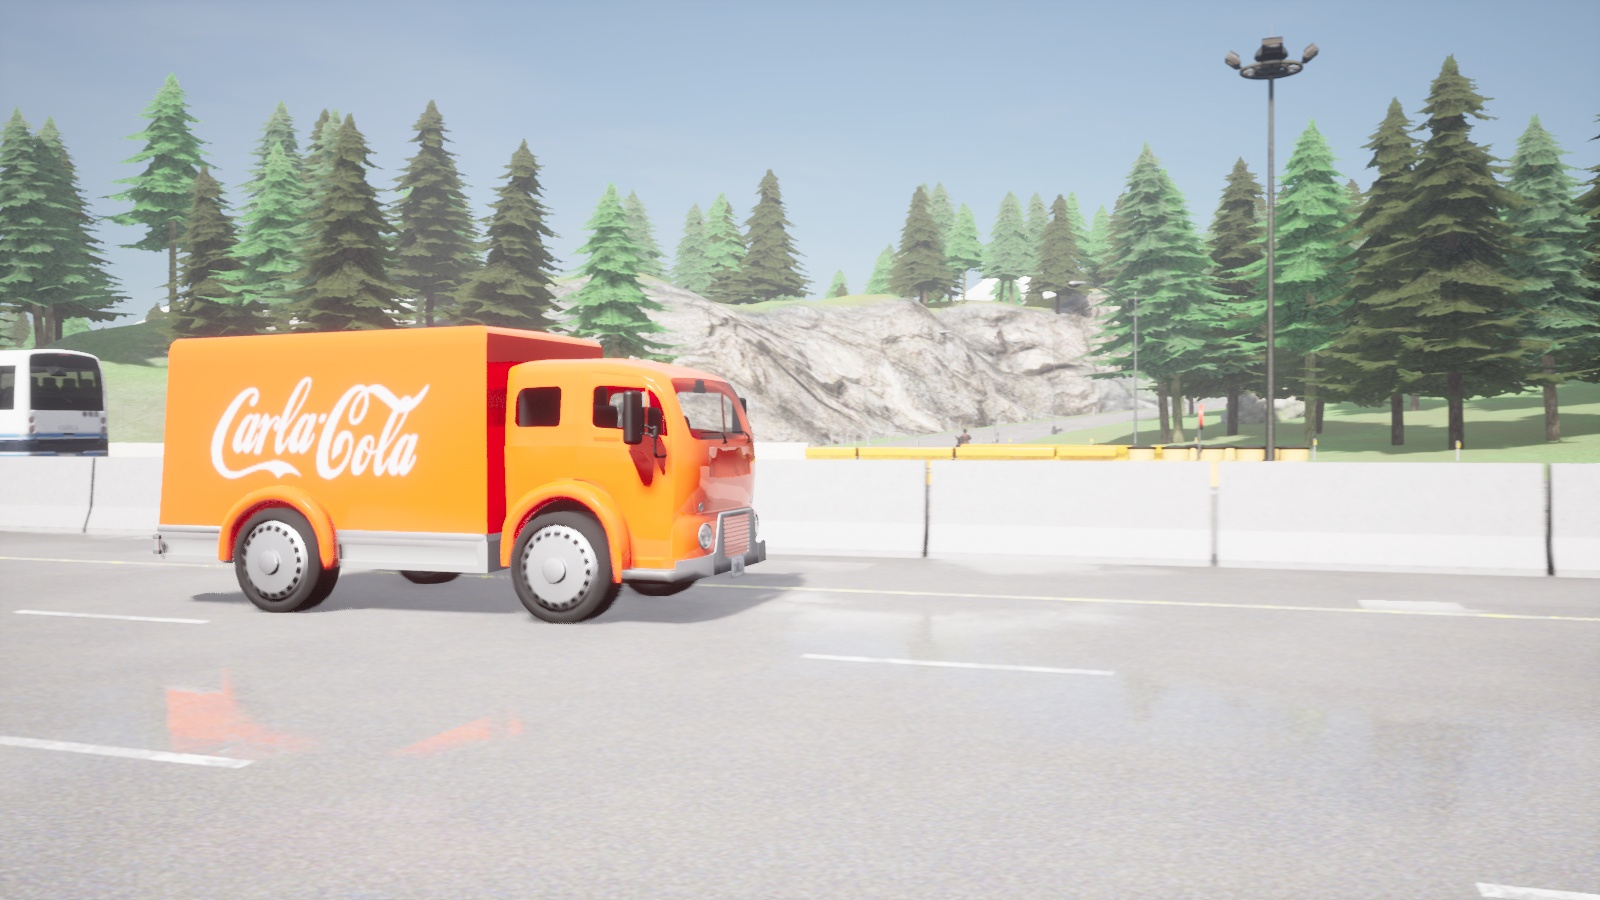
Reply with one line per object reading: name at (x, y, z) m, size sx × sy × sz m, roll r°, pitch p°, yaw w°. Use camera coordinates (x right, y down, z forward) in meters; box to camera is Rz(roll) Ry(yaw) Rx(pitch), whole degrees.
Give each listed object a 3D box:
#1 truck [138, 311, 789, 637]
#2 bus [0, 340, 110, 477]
truck at (-2.999, 0.143, 11.580) m, size 5.204 × 2.467 × 2.627 m, roll 1°, pitch 1°, yaw 19°
bus at (-28.962, -1.339, 42.456) m, size 10.273 × 4.253 × 3.944 m, roll 0°, pitch 1°, yaw 19°
